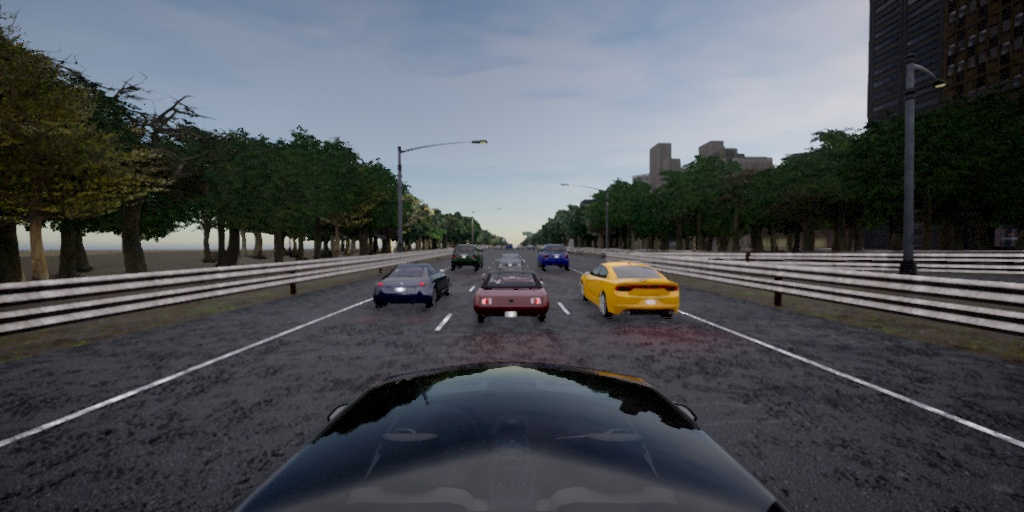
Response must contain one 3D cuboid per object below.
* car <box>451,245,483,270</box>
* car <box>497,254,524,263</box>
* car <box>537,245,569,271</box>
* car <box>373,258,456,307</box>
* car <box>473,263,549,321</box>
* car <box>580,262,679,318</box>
[{"bbox_3d":[-3.635,0.074,29.675,2.150,2.045,5.566,0,2,0],"label":"car"},{"bbox_3d":[-0.126,0.541,25.666,2.033,1.411,5.357,0,2,0],"label":"car"},{"bbox_3d":[3.365,0.068,29.773,2.150,2.045,5.566,0,2,0],"label":"car"},{"bbox_3d":[-3.518,0.961,13.279,1.994,1.385,4.181,0,2,0],"label":"car"},{"bbox_3d":[-0.002,1.066,10.979,1.895,1.301,4.718,0,2,0],"label":"car"},{"bbox_3d":[3.489,0.926,11.504,1.882,1.535,5.008,0,2,0],"label":"car"}]
